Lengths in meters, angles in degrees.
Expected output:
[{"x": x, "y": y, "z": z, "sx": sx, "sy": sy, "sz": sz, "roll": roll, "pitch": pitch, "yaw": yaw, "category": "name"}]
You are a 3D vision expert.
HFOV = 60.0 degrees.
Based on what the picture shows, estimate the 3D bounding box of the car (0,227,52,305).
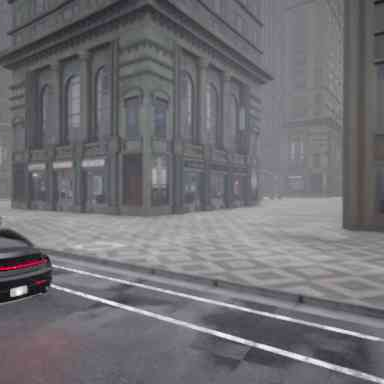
[{"x": -5.014, "y": 1.497, "z": 7.258, "sx": 4.892, "sy": 1.490, "sz": 1.837, "roll": 0, "pitch": 0, "yaw": 35, "category": "car"}]
